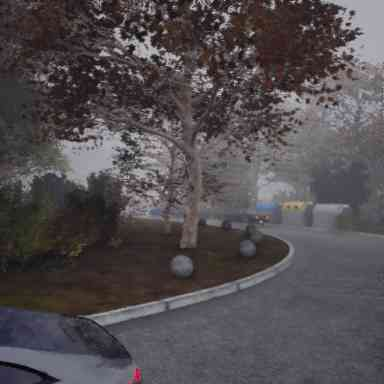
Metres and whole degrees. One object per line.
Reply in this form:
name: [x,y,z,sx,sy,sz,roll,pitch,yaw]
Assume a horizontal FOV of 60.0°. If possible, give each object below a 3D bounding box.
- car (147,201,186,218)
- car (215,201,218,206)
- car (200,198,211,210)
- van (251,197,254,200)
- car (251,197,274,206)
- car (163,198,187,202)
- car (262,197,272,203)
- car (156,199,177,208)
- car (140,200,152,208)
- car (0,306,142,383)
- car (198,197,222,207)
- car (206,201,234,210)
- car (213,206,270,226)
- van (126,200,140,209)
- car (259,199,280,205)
car: [-3.106,2.221,38.798,1.882,1.535,5.008,4,-4,-34]
car: [2.666,2.356,56.823,2.002,1.452,4.674,0,0,-36]
car: [0.287,2.049,55.155,2.435,2.045,5.566,0,0,-36]
van: [12.976,2.251,80.402,1.878,1.987,4.442,1,0,-36]
car: [17.623,2.273,83.539,2.435,2.045,5.566,1,0,-35]
car: [-1.879,2.037,53.607,2.435,2.045,5.566,0,0,-36]
car: [16.056,2.432,66.615,1.946,1.575,5.366,1,0,-36]
car: [-5.209,2.312,67.274,2.097,1.535,5.008,0,0,-36]
car: [-9.748,2.315,63.989,2.163,1.488,4.792,0,0,-36]
car: [-2.370,1.555,2.045,4.181,1.385,1.994,1,0,-36]
car: [3.935,2.138,73.767,2.435,2.045,5.566,1,0,-36]
car: [4.830,2.332,58.372,2.097,1.535,5.008,0,0,-36]
car: [4.222,2.094,27.993,1.895,1.301,4.718,4,-4,-34]
van: [-12.113,2.046,62.478,1.878,1.987,4.442,0,0,-36]
car: [19.893,2.551,85.184,2.231,1.521,4.892,1,0,-35]
